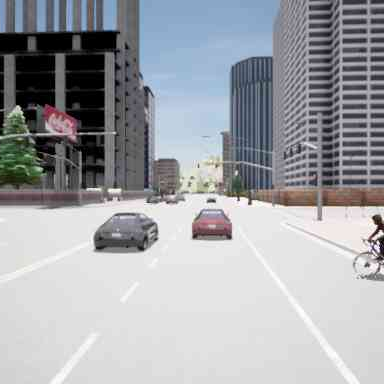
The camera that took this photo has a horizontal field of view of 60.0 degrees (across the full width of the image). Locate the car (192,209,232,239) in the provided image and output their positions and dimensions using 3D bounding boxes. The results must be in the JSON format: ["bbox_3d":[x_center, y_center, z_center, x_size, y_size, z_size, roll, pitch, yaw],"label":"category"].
[{"bbox_3d":[1.045,1.558,17.419,1.994,1.385,4.181,0,0,3],"label":"car"}]

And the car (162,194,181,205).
[{"bbox_3d":[-3.639,1.545,59.919,1.994,1.385,4.181,0,0,4],"label":"car"}]

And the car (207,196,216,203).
[{"bbox_3d":[4.119,1.579,69.798,1.895,1.301,4.718,0,0,3],"label":"car"}]

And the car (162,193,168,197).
[{"bbox_3d":[-6.167,1.500,75.462,1.812,1.442,4.674,0,0,3],"label":"car"}]

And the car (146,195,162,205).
[{"bbox_3d":[-7.128,1.486,60.171,1.837,1.490,4.892,0,0,4],"label":"car"}]

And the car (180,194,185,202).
[{"bbox_3d":[-2.674,1.331,75.243,2.097,1.767,4.553,0,0,3],"label":"car"}]

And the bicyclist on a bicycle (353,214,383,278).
[{"bbox_3d":[4.931,1.386,8.496,1.656,1.620,0.582,-4,0,3],"label":"bicyclist on a bicycle"}]

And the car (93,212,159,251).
[{"bbox_3d":[-2.656,1.559,14.220,1.994,1.385,4.181,0,0,4],"label":"car"}]
